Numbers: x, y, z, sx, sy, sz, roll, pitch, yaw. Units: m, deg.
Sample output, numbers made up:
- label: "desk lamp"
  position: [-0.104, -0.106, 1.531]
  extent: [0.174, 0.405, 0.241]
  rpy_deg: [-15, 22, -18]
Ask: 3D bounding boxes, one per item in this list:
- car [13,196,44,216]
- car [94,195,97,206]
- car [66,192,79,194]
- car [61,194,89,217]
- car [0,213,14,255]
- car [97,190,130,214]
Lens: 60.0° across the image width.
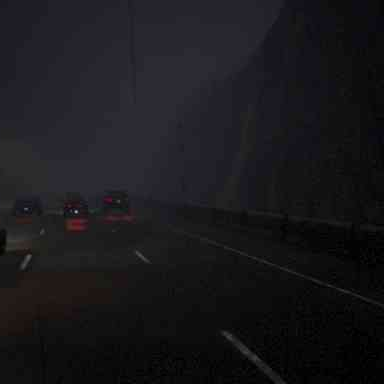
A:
- label: "car"
  position: [-13.275, 1.081, 27.160]
  extent: [1.882, 1.535, 5.008]
  rpy_deg: [0, 1, -21]
- label: "car"
  position: [-10.872, 0.886, 40.579]
  extent: [1.882, 1.535, 5.008]
  rpy_deg: [0, 1, -21]
- label: "car"
  position: [-13.466, 0.781, 37.549]
  extent: [2.097, 1.767, 4.553]
  rpy_deg: [0, 1, -21]
- label: "car"
  position: [-9.428, 1.159, 26.885]
  extent: [1.837, 1.490, 4.892]
  rpy_deg: [0, 1, -21]
- label: "car"
  position: [-6.551, 1.483, 9.407]
  extent: [1.895, 1.301, 4.718]
  rpy_deg: [0, 1, -21]
- label: "car"
  position: [-7.179, 0.843, 30.830]
  extent: [2.150, 2.045, 5.566]
  rpy_deg: [0, 1, -21]
